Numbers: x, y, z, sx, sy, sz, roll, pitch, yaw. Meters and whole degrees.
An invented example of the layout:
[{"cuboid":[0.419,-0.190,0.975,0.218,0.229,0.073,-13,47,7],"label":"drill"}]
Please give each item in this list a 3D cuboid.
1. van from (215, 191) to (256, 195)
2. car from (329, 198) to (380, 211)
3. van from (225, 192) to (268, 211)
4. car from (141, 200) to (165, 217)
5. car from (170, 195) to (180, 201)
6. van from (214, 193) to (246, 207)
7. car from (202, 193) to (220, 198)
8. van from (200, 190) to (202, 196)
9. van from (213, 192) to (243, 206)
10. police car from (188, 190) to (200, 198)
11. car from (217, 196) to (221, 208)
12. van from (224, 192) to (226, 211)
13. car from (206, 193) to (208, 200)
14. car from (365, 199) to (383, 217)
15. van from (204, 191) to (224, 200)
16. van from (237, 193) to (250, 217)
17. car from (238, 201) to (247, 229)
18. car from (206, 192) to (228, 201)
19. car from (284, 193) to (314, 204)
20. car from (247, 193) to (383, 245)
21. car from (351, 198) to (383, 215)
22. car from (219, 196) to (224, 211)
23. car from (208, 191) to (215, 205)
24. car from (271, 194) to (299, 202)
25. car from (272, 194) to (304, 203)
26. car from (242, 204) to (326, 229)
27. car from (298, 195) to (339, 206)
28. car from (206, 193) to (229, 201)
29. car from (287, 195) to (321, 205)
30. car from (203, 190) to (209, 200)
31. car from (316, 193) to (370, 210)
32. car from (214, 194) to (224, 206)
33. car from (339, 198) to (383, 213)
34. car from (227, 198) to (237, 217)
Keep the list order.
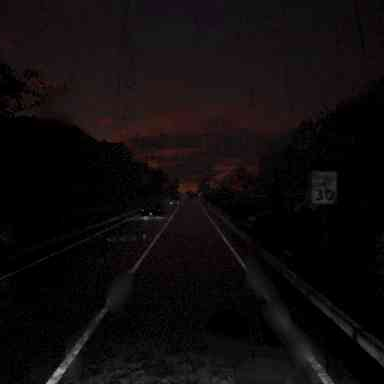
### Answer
[{"cuboid":[5.586,1.137,43.156,4.442,1.987,1.878,0,0,0],"label":"van"},{"cuboid":[18.610,1.427,38.283,4.792,1.488,2.163,0,0,0],"label":"car"},{"cuboid":[5.446,1.212,29.133,4.442,1.987,1.878,0,0,0],"label":"van"},{"cuboid":[-3.512,1.468,30.948,2.033,1.411,5.357,0,0,0],"label":"car"},{"cuboid":[-3.630,1.195,71.748,1.895,1.301,4.718,0,1,0],"label":"car"},{"cuboid":[5.548,1.084,48.760,4.442,1.987,1.878,0,1,0],"label":"van"},{"cuboid":[5.180,0.942,90.809,4.792,1.488,2.163,0,1,0],"label":"car"},{"cuboid":[5.053,0.713,88.002,4.442,1.987,1.878,0,1,0],"label":"van"},{"cuboid":[5.530,1.058,51.563,4.442,1.987,1.878,0,1,0],"label":"van"},{"cuboid":[0.478,0.842,93.618,1.930,1.638,5.238,0,1,0],"label":"police car"},{"cuboid":[5.504,1.443,37.547,4.674,1.452,2.002,0,0,0],"label":"car"},{"cuboid":[5.661,1.203,31.936,4.442,1.987,1.878,0,0,0],"label":"van"},{"cuboid":[5.354,1.244,59.975,4.674,1.452,2.002,0,1,0],"label":"car"},{"cuboid":[18.632,1.435,29.950,5.008,1.535,2.097,0,0,0],"label":"car"},{"cuboid":[5.128,0.819,76.790,4.442,1.987,1.878,0,1,0],"label":"van"},{"cuboid":[5.717,1.222,23.524,4.442,1.987,1.878,0,0,0],"label":"van"},{"cuboid":[5.452,1.454,17.916,5.366,1.575,1.946,0,0,0],"label":"car"},{"cuboid":[5.251,0.972,71.185,4.553,1.767,2.185,0,1,0],"label":"car"},{"cuboid":[18.483,1.100,57.712,4.553,1.767,2.185,0,1,0],"label":"car"},{"cuboid":[5.628,1.210,15.113,5.566,2.045,2.435,0,0,0],"label":"car"},{"cuboid":[18.803,1.423,32.729,5.366,1.575,1.946,0,0,0],"label":"car"},{"cuboid":[5.555,1.448,34.739,4.792,1.488,2.163,0,0,0],"label":"car"},{"cuboid":[5.422,1.086,45.955,5.566,2.045,2.435,0,1,0],"label":"car"},{"cuboid":[18.402,1.148,66.039,4.892,1.521,2.231,0,1,0],"label":"car"},{"cuboid":[18.230,1.170,63.261,5.366,1.575,1.946,0,1,0],"label":"car"},{"cuboid":[5.622,1.493,20.721,4.674,1.452,2.002,0,0,0],"label":"car"},{"cuboid":[18.694,1.302,49.386,5.366,1.575,1.946,0,1,0],"label":"car"},{"cuboid":[5.270,0.999,68.382,4.553,1.767,2.185,0,1,0],"label":"car"},{"cuboid":[18.442,1.282,54.936,4.792,1.488,2.163,0,1,0],"label":"car"},{"cuboid":[5.310,0.926,62.775,5.566,2.045,2.435,0,1,0],"label":"car"},{"cuboid":[18.535,1.127,41.055,5.566,2.045,2.435,0,0,0],"label":"car"},{"cuboid":[5.494,1.384,40.350,4.892,1.521,2.231,0,0,0],"label":"car"},{"cuboid":[18.571,1.446,35.499,4.792,1.488,2.163,0,0,0],"label":"car"},{"cuboid":[5.576,1.443,26.327,5.008,1.535,2.097,0,0,0],"label":"car"}]
